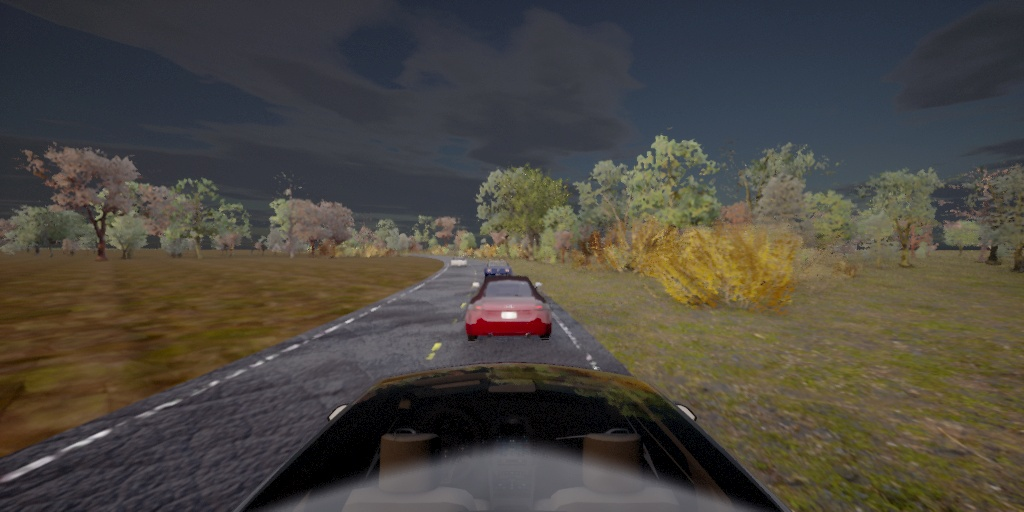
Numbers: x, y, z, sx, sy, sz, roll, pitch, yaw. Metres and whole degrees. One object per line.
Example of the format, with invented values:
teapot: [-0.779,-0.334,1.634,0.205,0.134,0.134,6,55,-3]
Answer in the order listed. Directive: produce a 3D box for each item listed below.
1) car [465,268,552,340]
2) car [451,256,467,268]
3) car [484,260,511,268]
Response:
car: [-0.116,1.189,9.590,1.994,1.385,4.181,0,1,-2]
car: [-6.210,0.702,42.167,1.895,1.301,4.718,0,1,-8]
car: [-1.124,0.958,26.281,1.895,1.301,4.718,0,1,-5]
